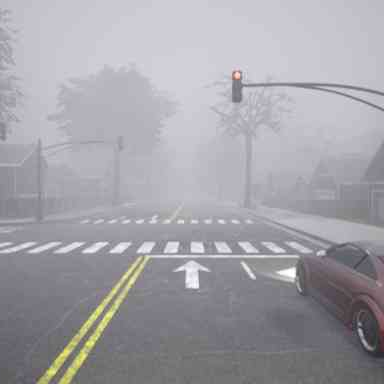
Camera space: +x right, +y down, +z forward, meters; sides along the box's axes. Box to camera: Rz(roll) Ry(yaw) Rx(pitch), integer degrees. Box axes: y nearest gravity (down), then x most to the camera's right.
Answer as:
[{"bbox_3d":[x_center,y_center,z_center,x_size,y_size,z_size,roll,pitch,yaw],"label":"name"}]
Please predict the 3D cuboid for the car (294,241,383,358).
[{"bbox_3d":[3.340,1.563,5.997,1.994,1.385,4.181,0,0,0],"label":"car"}]
